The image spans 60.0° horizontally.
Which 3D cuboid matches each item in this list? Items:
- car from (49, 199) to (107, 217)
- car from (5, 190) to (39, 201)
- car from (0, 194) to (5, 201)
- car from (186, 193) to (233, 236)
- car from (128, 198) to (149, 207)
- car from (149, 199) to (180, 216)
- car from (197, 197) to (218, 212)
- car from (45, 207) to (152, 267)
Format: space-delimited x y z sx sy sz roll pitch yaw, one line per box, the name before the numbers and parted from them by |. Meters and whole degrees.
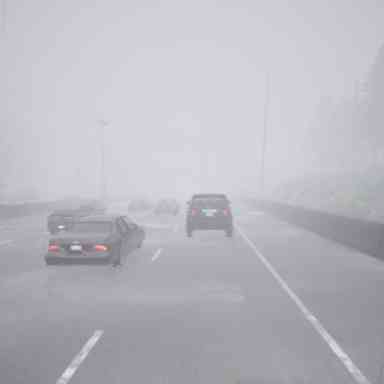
car | -6.090 1.381 18.151 1.837 1.490 4.892 0 0 2
car | -25.845 0.660 51.362 2.150 2.045 5.566 0 1 2
car | -29.339 0.983 51.539 1.812 1.442 4.674 0 1 2
car | 0.876 1.056 17.233 2.150 2.045 5.566 0 1 2
car | -5.395 1.281 35.049 1.994 1.385 4.181 0 1 2
car | -2.120 1.291 29.491 2.033 1.411 5.357 0 1 2
car | 1.599 1.233 34.744 1.994 1.385 4.181 0 1 2
car | -2.878 1.465 11.082 2.033 1.411 5.357 0 1 2
